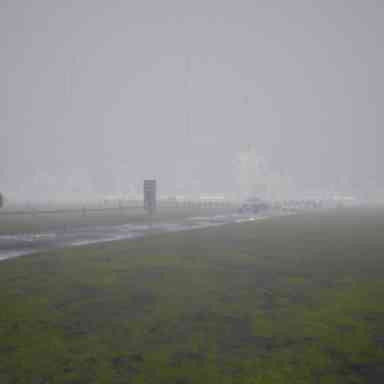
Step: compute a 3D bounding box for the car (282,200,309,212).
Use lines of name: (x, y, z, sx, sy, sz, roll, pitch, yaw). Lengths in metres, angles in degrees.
car: (13.662, 2.005, 44.414, 1.895, 1.301, 4.718, -1, -1, 35)

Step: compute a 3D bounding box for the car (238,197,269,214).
car: (7.623, 1.593, 40.765, 2.150, 2.045, 5.566, -1, -1, 34)

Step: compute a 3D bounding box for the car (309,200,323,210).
car: (19.187, 1.996, 52.480, 1.837, 1.490, 4.892, -1, -1, 35)
